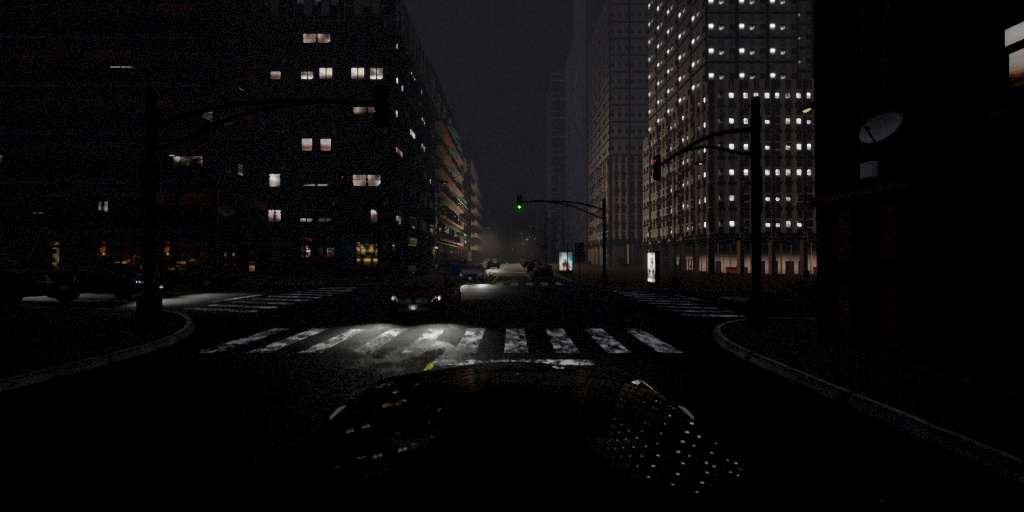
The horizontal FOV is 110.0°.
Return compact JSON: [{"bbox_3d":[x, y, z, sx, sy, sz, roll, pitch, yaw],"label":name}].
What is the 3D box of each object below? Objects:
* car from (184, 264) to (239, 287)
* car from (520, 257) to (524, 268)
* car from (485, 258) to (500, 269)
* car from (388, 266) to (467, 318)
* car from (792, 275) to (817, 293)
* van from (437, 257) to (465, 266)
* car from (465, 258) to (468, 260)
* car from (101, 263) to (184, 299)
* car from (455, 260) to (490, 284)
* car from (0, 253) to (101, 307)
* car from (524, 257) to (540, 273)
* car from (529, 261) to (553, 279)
[{"bbox_3d":[-18.750,1.104,21.355,4.313,1.339,1.948,0,0,0],"label":"car"},{"bbox_3d":[2.822,1.221,60.117,1.967,1.591,4.097,0,0,0],"label":"car"},{"bbox_3d":[-2.878,1.257,56.364,2.128,1.511,4.902,0,0,0],"label":"car"},{"bbox_3d":[-2.975,1.279,13.111,1.812,1.442,4.674,0,0,0],"label":"car"},{"bbox_3d":[19.438,1.644,21.673,4.403,1.370,2.007,0,0,0],"label":"car"},{"bbox_3d":[-5.621,1.102,32.499,1.690,1.789,3.998,0,0,0],"label":"van"},{"bbox_3d":[-5.608,1.079,38.027,2.192,1.841,5.009,0,0,0],"label":"car"},{"bbox_3d":[-17.585,1.033,15.595,4.674,1.442,1.812,1,0,0],"label":"car"},{"bbox_3d":[-2.941,1.294,27.502,1.812,1.442,4.674,0,0,0],"label":"car"},{"bbox_3d":[-18.747,0.784,12.974,5.009,1.841,2.192,0,0,0],"label":"car"},{"bbox_3d":[2.785,1.208,43.535,1.967,1.591,4.097,0,0,0],"label":"car"},{"bbox_3d":[2.761,1.343,32.479,1.802,1.307,4.207,0,0,0],"label":"car"}]
